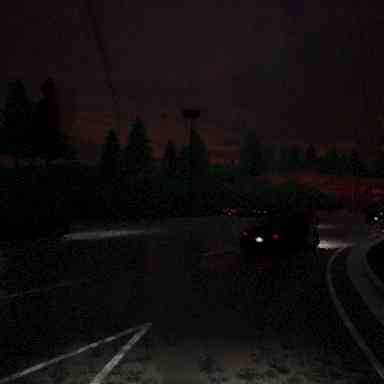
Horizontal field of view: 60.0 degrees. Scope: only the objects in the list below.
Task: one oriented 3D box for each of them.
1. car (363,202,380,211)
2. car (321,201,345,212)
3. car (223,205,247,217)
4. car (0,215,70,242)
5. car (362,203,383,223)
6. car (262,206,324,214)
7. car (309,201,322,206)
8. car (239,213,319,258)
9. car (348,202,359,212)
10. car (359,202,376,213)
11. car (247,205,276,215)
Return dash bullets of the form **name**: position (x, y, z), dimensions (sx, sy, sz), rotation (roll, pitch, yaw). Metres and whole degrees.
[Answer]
- **car**: position (32.670, 2.576, 60.376), dimensions (1.837, 1.490, 4.892), rotation (0, -1, 39)
- **car**: position (23.537, 2.516, 54.612), dimensions (2.033, 1.411, 5.357), rotation (0, -1, 39)
- **car**: position (5.561, 2.168, 38.232), dimensions (1.895, 1.301, 4.718), rotation (0, -1, 39)
- **car**: position (-8.335, 1.728, 15.793), dimensions (1.895, 1.301, 4.718), rotation (0, -1, 39)
- **car**: position (17.500, 2.094, 30.711), dimensions (1.837, 1.490, 4.892), rotation (0, -1, 39)
- **car**: position (7.432, 1.944, 23.964), dimensions (2.033, 1.411, 5.357), rotation (0, -1, 39)
- **car**: position (22.441, 2.364, 58.792), dimensions (2.097, 1.767, 4.553), rotation (0, -1, 39)
- **car**: position (3.777, 1.791, 13.999), dimensions (1.994, 1.385, 4.181), rotation (0, -1, 39)
- **car**: position (26.393, 2.325, 52.731), dimensions (2.097, 1.767, 4.553), rotation (0, -1, 39)
- **car**: position (24.518, 2.337, 44.773), dimensions (2.128, 1.511, 4.902), rotation (0, -1, 39)
- **car**: position (8.566, 2.121, 36.376), dimensions (2.033, 1.411, 5.357), rotation (0, -1, 39)
